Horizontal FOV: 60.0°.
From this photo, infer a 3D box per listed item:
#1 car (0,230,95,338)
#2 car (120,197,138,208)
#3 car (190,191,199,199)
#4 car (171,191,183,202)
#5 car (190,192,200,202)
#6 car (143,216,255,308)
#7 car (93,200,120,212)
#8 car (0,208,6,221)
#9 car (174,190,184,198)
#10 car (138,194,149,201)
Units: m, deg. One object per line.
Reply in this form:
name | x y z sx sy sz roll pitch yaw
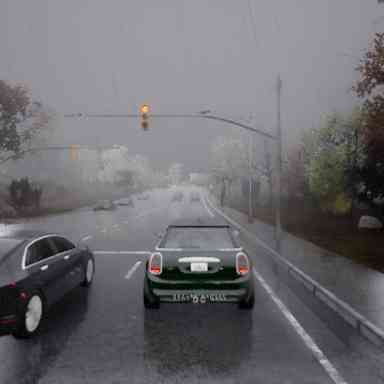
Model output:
car | -3.378 1.516 6.596 1.837 1.490 4.892 0 0 0
car | -10.204 1.616 51.084 2.033 1.411 5.357 0 1 1
car | 0.602 0.639 75.121 2.033 1.411 5.357 0 3 0
car | -2.991 1.175 64.578 2.033 1.411 5.357 0 3 1
car | 0.610 1.159 64.864 2.033 1.411 5.357 0 3 1
car | 0.142 1.366 8.097 2.097 1.767 4.553 0 0 0
car | -10.307 1.629 39.478 1.994 1.385 4.181 0 0 1
car | -15.744 1.515 22.966 5.008 1.535 1.882 0 2 -26
car | -2.900 0.479 74.996 2.033 1.411 5.357 0 3 0
car | -9.964 1.030 68.097 1.994 1.385 4.181 0 3 0
